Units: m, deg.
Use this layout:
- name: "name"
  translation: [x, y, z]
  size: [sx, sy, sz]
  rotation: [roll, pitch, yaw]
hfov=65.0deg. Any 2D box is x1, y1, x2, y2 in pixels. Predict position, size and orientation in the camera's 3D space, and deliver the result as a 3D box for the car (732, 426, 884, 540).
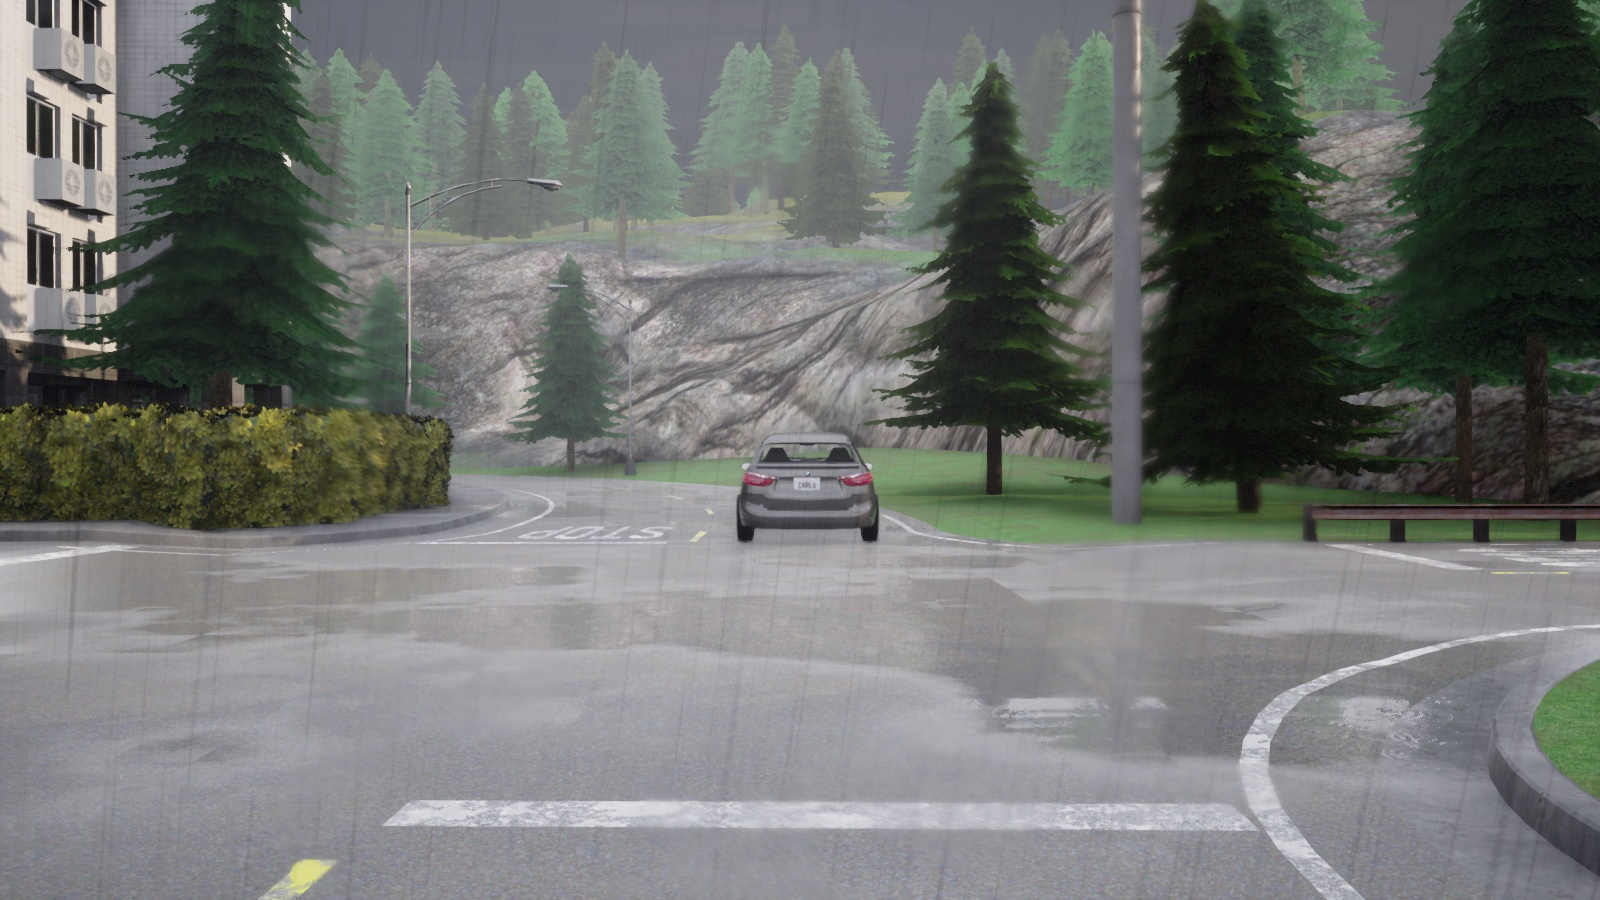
- name: "car"
  translation: [0.114, 0.474, 20.792]
  size: [2.242, 1.667, 4.611]
  rotation: [0, 0, 0]
